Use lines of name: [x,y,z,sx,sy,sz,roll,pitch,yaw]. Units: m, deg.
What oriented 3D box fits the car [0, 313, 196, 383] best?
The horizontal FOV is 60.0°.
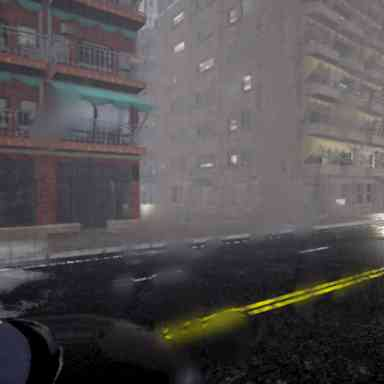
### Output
car: [-2.169,1.495,1.915,4.902,1.511,2.128,0,0,-35]
